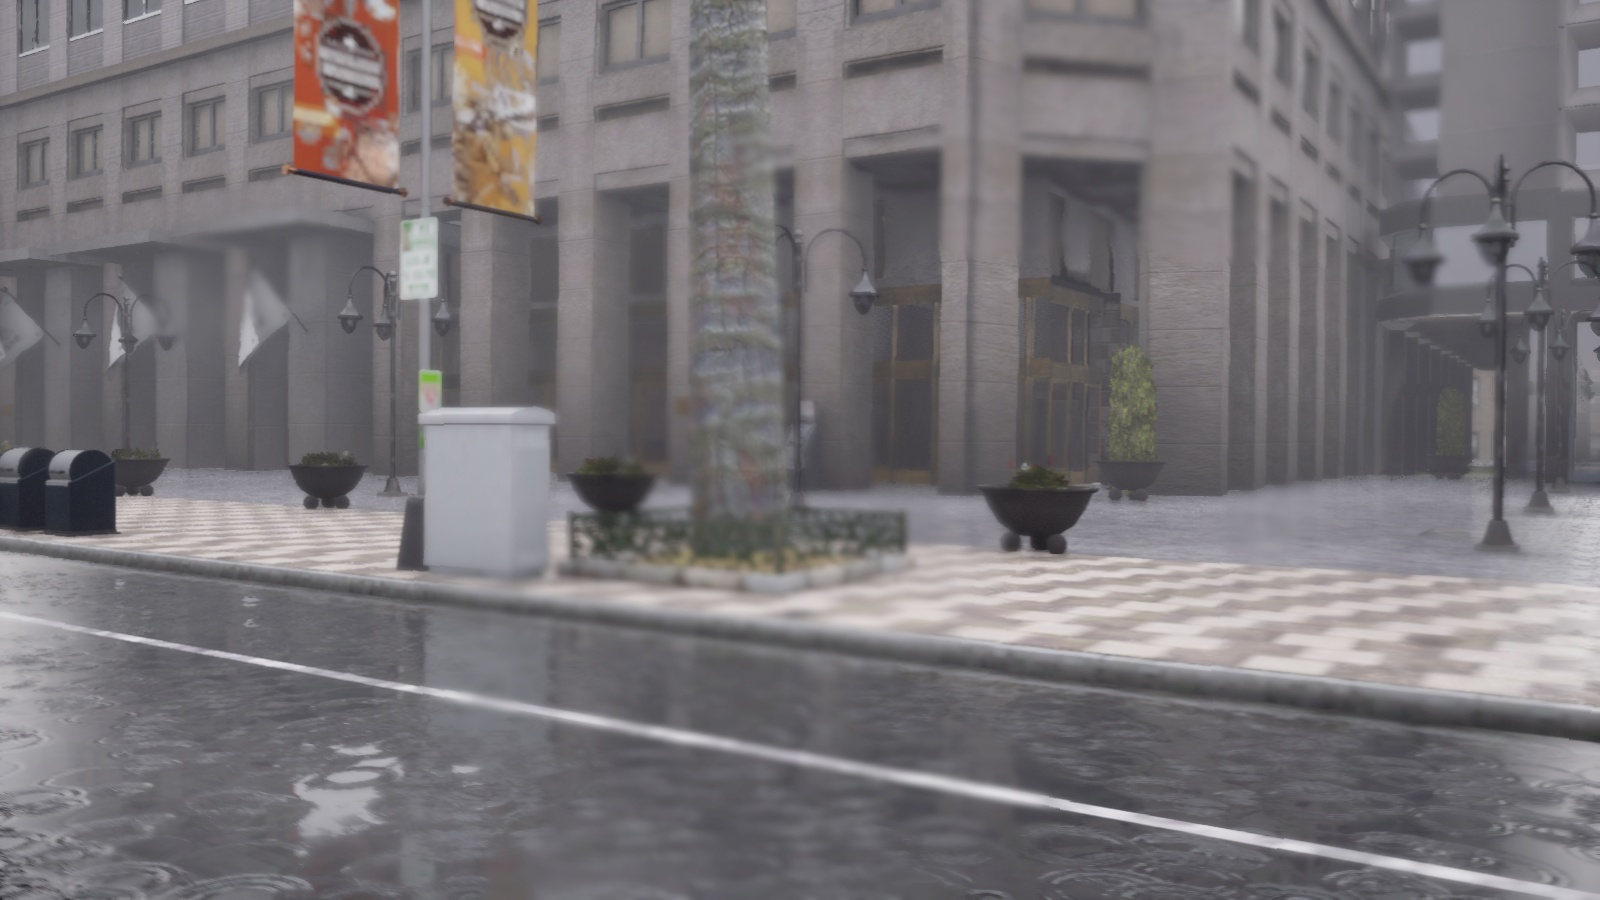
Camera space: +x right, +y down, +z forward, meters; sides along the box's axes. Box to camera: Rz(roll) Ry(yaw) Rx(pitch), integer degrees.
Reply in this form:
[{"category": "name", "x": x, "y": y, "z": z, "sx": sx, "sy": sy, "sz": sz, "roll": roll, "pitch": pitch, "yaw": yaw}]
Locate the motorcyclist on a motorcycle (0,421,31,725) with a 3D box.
[{"category": "motorcyclist on a motorcycle", "x": -5.107, "y": 0.650, "z": 6.832, "sx": 1.817, "sy": 1.590, "sz": 0.866, "roll": 0, "pitch": 1, "yaw": 34}]
